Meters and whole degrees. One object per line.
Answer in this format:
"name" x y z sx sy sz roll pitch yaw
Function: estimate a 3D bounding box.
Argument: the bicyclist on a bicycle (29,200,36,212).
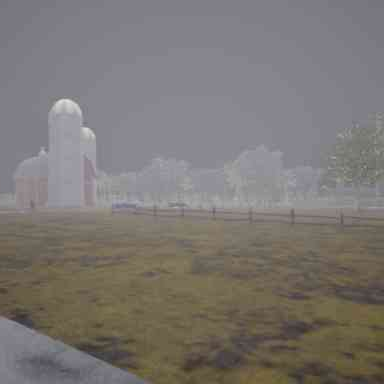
"bicyclist on a bicycle" -21.527 1.962 44.776 1.656 1.620 0.582 -1 -1 36

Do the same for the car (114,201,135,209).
"car" -12.639 2.479 62.491 1.882 1.535 5.008 -2 -2 36

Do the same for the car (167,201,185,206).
"car" -3.625 2.700 75.047 1.882 1.535 5.008 -2 -2 36
